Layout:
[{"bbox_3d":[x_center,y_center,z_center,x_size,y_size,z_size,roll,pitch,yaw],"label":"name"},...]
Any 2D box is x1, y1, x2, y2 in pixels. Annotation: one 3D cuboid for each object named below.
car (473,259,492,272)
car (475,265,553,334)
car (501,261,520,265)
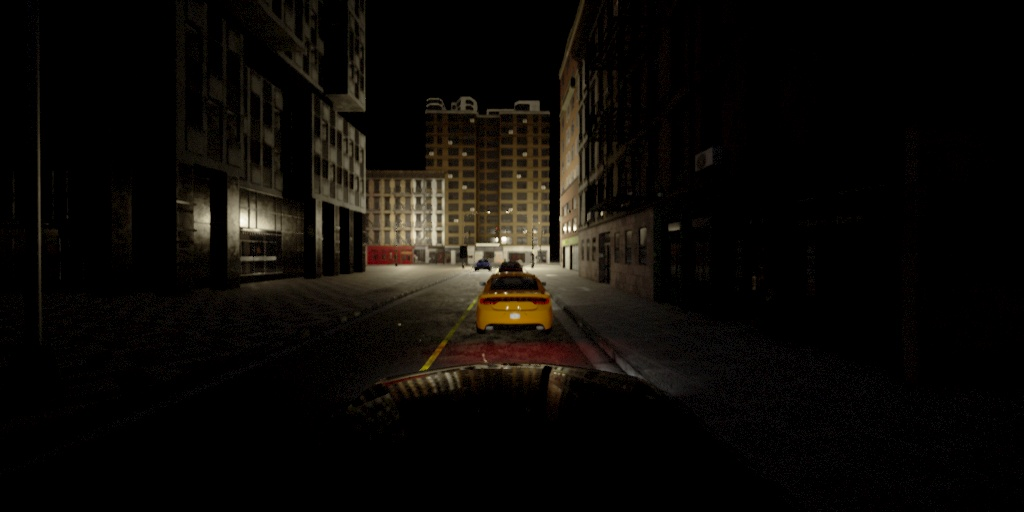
[{"bbox_3d":[-3.405,1.112,42.710,1.812,1.442,4.674,0,0,0],"label":"car"},{"bbox_3d":[0.037,1.199,10.571,1.882,1.535,5.008,0,0,-1],"label":"car"},{"bbox_3d":[-0.106,1.130,28.408,1.882,1.535,5.008,0,0,0],"label":"car"}]
